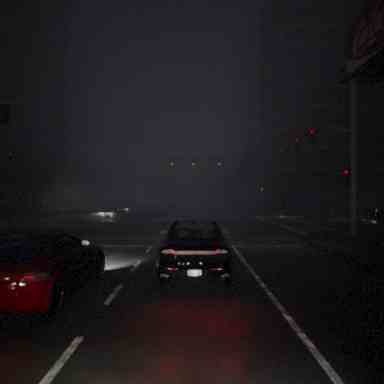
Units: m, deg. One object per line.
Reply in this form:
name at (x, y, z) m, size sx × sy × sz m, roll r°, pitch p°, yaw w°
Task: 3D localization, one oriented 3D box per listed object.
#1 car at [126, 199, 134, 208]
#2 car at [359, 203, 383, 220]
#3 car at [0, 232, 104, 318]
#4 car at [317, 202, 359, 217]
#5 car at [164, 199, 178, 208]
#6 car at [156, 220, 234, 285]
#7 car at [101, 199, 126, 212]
car at (-10.577, 1.871, 53.758) m, size 2.033 × 1.411 × 5.357 m, roll 0°, pitch 0°, yaw 0°
car at (17.703, 1.528, 29.186) m, size 4.553 × 1.767 × 2.097 m, roll 0°, pitch 0°, yaw 0°
car at (-3.434, 1.611, 7.645) m, size 1.994 × 1.385 × 4.181 m, roll 0°, pitch 0°, yaw 0°
car at (14.805, 1.688, 32.672) m, size 4.902 × 1.511 × 2.128 m, roll 0°, pitch 0°, yaw 0°
car at (-3.427, 1.891, 54.398) m, size 1.994 × 1.385 × 4.181 m, roll 0°, pitch 0°, yaw 0°
car at (0.074, 1.551, 9.642) m, size 2.128 × 1.511 × 4.902 m, roll 0°, pitch 0°, yaw 0°
car at (-10.590, 1.757, 44.016) m, size 2.128 × 1.511 × 4.902 m, roll 0°, pitch 0°, yaw 0°
